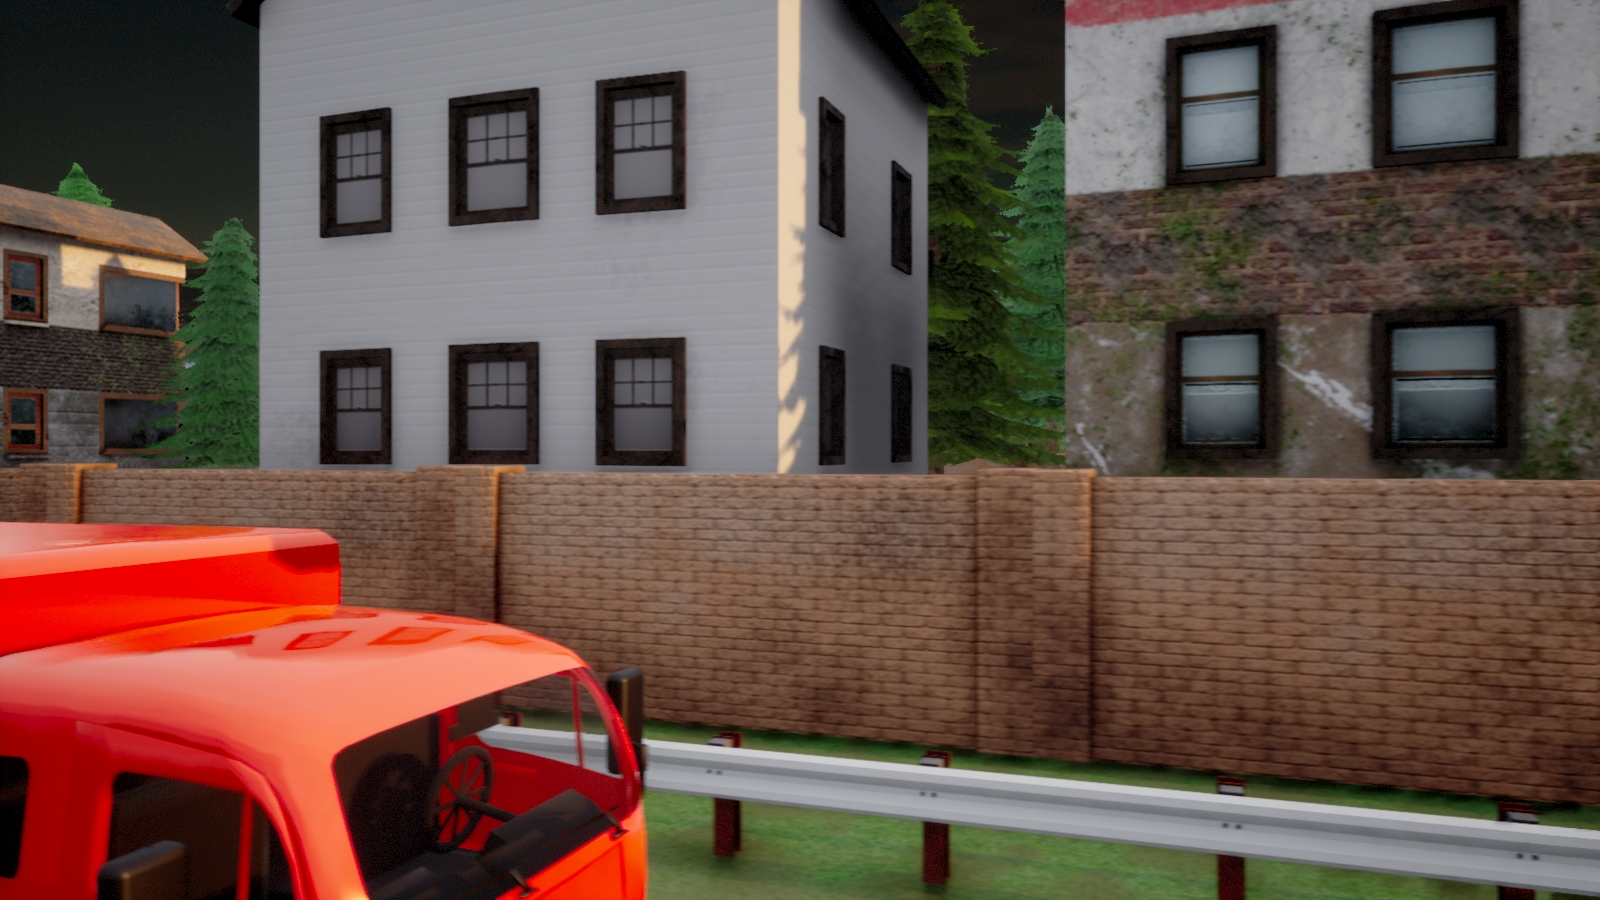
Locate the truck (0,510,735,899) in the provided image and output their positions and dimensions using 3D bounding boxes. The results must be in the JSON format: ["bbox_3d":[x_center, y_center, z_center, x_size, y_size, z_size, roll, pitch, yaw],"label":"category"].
[{"bbox_3d":[-3.170,1.567,4.452,5.204,2.467,2.627,0,0,20],"label":"truck"}]
